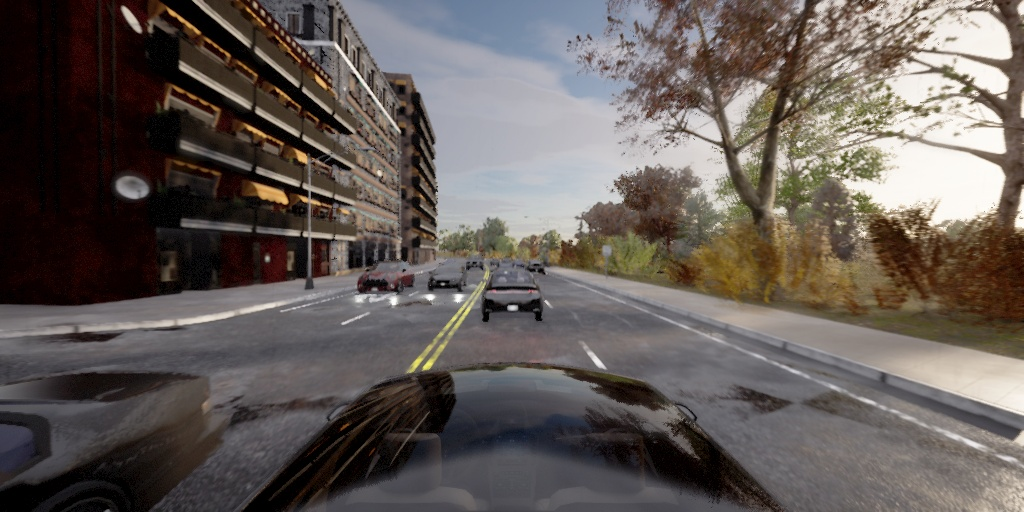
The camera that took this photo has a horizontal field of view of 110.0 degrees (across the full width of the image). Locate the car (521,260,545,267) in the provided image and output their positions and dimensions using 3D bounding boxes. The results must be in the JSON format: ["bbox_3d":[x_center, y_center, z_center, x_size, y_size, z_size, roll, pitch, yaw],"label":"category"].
[{"bbox_3d":[2.330,1.171,38.039,1.837,1.490,4.892,0,0,-3],"label":"car"}]

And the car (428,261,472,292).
[{"bbox_3d":[-3.664,1.217,21.061,1.837,1.490,4.892,0,0,-2],"label":"car"}]

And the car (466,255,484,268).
[{"bbox_3d":[-4.954,0.868,48.626,2.150,2.045,5.566,0,0,-3],"label":"car"}]

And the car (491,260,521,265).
[{"bbox_3d":[-0.550,1.252,30.371,1.994,1.385,4.181,0,0,-2],"label":"car"}]

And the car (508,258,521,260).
[{"bbox_3d":[0.867,1.174,59.231,1.994,1.385,4.181,0,0,-5],"label":"car"}]

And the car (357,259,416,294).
[{"bbox_3d":[-6.890,1.069,20.090,2.097,1.767,4.553,0,0,-2],"label":"car"}]

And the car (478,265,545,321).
[{"bbox_3d":[-0.021,1.220,12.364,2.128,1.511,4.902,0,0,-1],"label":"car"}]

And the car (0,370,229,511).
[{"bbox_3d":[-3.360,1.302,0.664,2.033,1.411,5.357,0,0,0],"label":"car"}]
